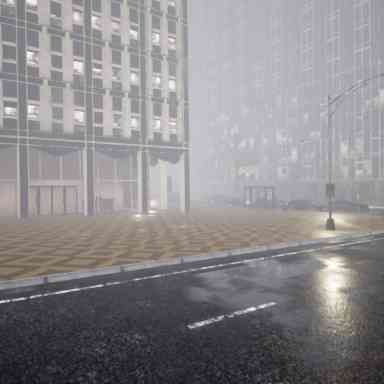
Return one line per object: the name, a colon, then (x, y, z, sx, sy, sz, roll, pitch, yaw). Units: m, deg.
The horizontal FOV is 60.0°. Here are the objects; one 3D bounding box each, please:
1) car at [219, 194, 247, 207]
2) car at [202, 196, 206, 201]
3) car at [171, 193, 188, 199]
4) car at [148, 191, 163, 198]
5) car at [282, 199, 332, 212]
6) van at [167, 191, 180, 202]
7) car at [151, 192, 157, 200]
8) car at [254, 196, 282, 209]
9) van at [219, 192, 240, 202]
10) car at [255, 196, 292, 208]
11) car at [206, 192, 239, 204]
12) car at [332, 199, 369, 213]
car: (6.149, 1.318, 45.753, 1.947, 1.339, 4.313, -1, 1, -34)
car: (3.534, 1.041, 64.591, 1.802, 1.307, 4.206, -1, 1, -34)
car: (-2.859, 0.934, 73.991, 1.802, 1.307, 4.206, 0, 1, -34)
car: (-9.252, 0.684, 83.388, 1.967, 1.590, 4.097, 0, 1, -34)
car: (12.480, 1.422, 36.310, 1.947, 1.339, 4.313, -1, 1, -34)
van: (-3.395, 0.936, 59.877, 1.690, 1.788, 3.998, 0, 1, -34)
car: (-9.789, 1.038, 69.279, 2.008, 1.369, 4.403, 0, 1, -34)
car: (9.297, 1.386, 41.021, 1.802, 1.307, 4.206, -1, 1, -34)
van: (6.730, 0.853, 59.889, 1.690, 1.788, 3.998, -1, 1, -34)
car: (10.687, 1.273, 43.763, 1.812, 1.442, 4.674, -1, 1, -34)
car: (4.861, 1.158, 52.356, 1.837, 1.490, 4.892, -1, 1, -34)
car: (16.426, 1.404, 35.328, 1.994, 1.385, 4.181, -1, 1, -34)
